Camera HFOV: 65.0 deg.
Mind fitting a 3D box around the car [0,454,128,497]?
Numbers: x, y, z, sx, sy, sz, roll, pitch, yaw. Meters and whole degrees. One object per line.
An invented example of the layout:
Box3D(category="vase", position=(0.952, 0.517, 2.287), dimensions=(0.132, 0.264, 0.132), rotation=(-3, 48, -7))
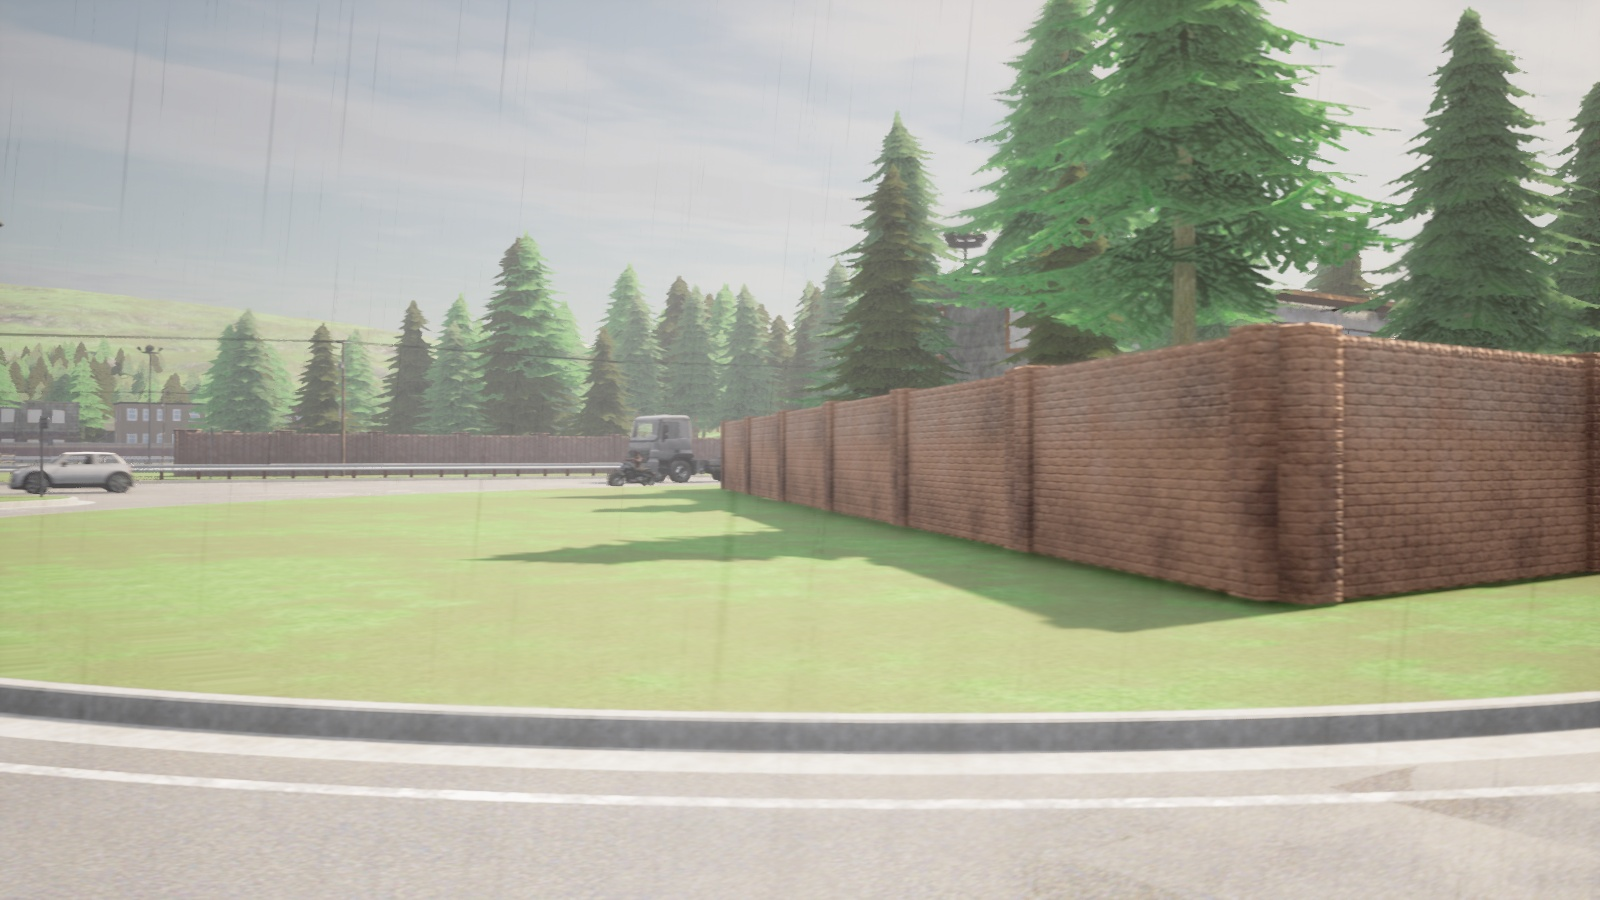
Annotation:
Box3D(category="car", position=(-26.207, 0.875, 44.693), dimensions=(3.806, 1.475, 1.970), rotation=(0, 0, -35))

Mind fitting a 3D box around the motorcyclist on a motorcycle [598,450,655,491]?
Box3D(category="motorcyclist on a motorcycle", position=(-7.288, 0.840, 52.887), dimensions=(2.350, 1.649, 0.766), rotation=(0, 1, -44))

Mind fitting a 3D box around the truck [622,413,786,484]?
Box3D(category="truck", position=(-4.816, -0.070, 63.942), dimensions=(7.936, 3.462, 2.891), rotation=(0, 0, -35))
